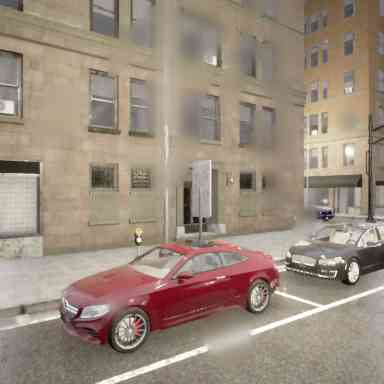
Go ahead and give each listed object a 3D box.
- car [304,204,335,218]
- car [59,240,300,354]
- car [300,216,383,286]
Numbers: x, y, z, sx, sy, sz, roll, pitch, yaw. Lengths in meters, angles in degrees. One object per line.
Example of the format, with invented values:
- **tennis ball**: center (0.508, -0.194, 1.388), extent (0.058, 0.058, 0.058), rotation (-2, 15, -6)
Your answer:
- **car**: center (8.246, 1.516, 25.155), extent (1.895, 1.301, 4.718), rotation (0, 0, -35)
- **car**: center (-0.172, 1.582, 6.055), extent (4.206, 1.307, 1.802), rotation (0, 0, -35)
- **car**: center (4.462, 1.550, 9.343), extent (4.403, 1.369, 2.008), rotation (0, 0, -35)
